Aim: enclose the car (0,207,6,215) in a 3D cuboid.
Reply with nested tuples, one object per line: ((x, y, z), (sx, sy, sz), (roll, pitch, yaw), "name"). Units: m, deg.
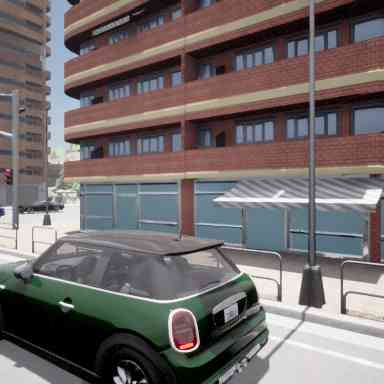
((-17.950, 1.477, 27.153), (1.882, 1.535, 5.008), (1, 0, 39), "car")

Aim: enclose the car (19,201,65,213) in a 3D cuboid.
((-16.291, 1.601, 35.728), (1.895, 1.301, 4.718), (0, 0, 36), "car")

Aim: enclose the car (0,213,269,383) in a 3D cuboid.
((-1.295, 1.352, 4.918), (4.553, 1.767, 2.097), (0, 0, 36), "car")
